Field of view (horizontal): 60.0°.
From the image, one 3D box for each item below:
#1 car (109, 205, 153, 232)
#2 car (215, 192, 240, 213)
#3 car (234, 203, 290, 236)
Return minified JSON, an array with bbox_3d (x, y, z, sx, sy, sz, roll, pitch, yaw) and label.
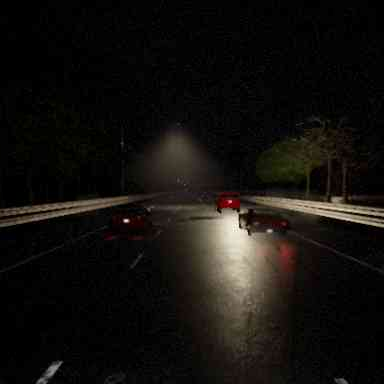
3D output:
[{"bbox_3d":[-3.402,1.452,19.223,1.994,1.385,4.181,0,0,0],"label":"car"},{"bbox_3d":[3.596,1.019,33.959,2.150,2.045,5.566,0,0,0],"label":"car"},{"bbox_3d":[3.597,1.498,17.576,1.895,1.301,4.718,0,0,0],"label":"car"}]
